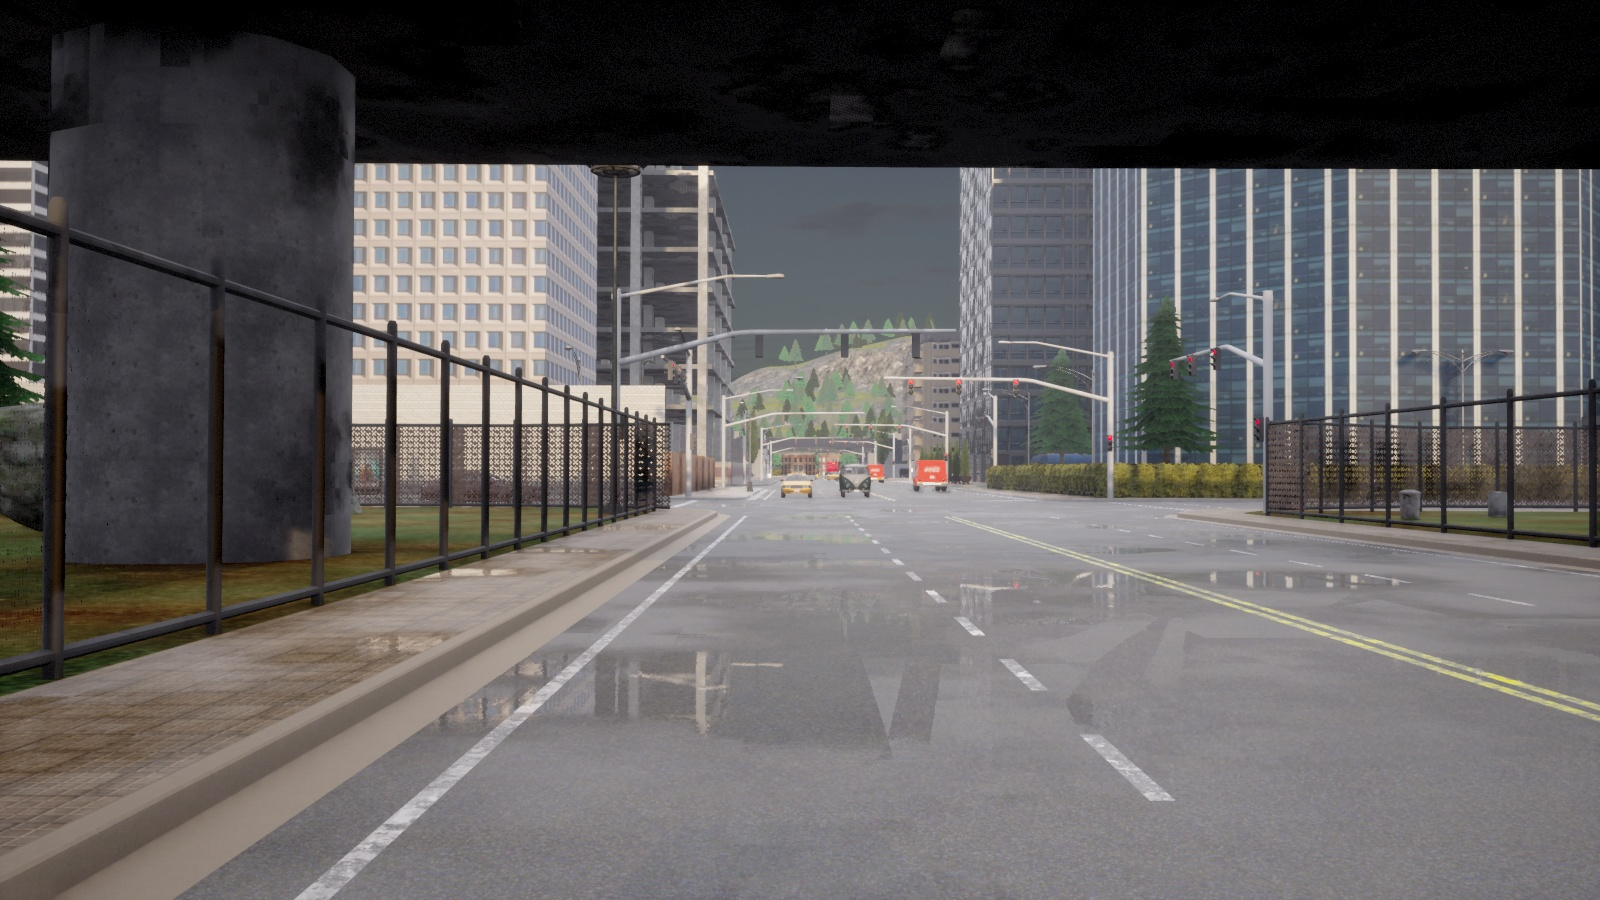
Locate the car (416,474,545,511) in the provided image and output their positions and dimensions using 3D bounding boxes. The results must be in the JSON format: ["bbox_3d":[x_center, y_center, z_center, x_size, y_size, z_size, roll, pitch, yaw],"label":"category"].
[{"bbox_3d":[-12.717,1.676,50.171,4.674,1.442,1.812,0,-1,0],"label":"car"}]

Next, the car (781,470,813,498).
[{"bbox_3d":[-0.175,1.995,74.092,1.801,1.575,5.366,0,-1,0],"label":"car"}]

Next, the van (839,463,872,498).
[{"bbox_3d":[3.321,1.820,75.588,1.775,1.987,4.442,0,-1,0],"label":"van"}]
